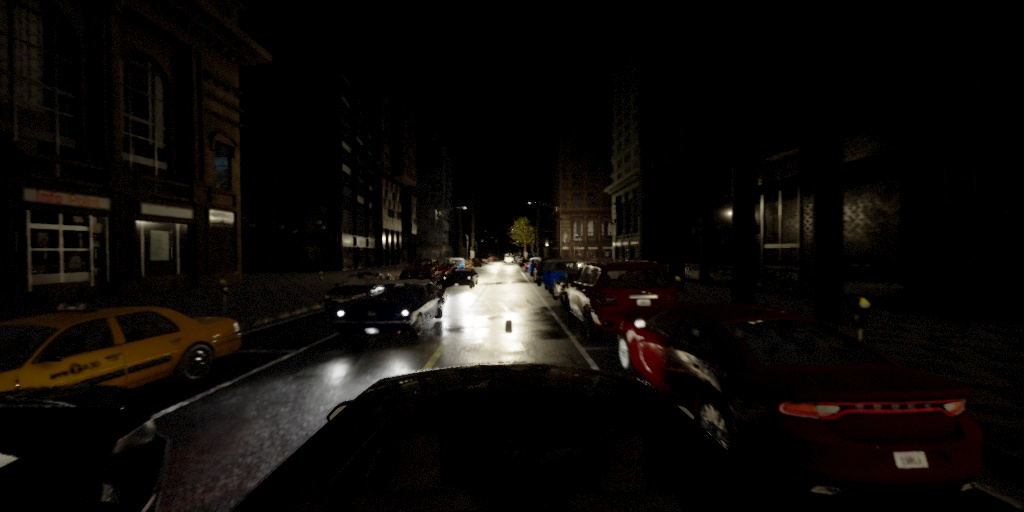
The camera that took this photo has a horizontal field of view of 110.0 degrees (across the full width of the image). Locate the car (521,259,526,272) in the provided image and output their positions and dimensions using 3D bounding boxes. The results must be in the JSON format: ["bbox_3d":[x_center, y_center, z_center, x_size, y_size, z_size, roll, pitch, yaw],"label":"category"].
[{"bbox_3d":[2.408,1.305,44.906,1.802,1.307,4.207,0,0,0],"label":"car"}]

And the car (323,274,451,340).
[{"bbox_3d":[-3.153,1.368,10.226,1.895,1.301,4.718,0,0,-1],"label":"car"}]

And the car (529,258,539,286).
[{"bbox_3d":[2.606,1.044,25.068,2.192,1.841,5.009,0,0,0],"label":"car"}]

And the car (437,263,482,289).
[{"bbox_3d":[-3.257,1.366,23.246,1.895,1.301,4.718,0,0,0],"label":"car"}]

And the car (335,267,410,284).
[{"bbox_3d":[-5.853,1.333,14.428,2.007,1.370,4.403,0,0,0],"label":"car"}]

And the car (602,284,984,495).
[{"bbox_3d":[2.760,1.276,4.718,1.888,1.381,4.507,0,0,0],"label":"car"}]

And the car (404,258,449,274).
[{"bbox_3d":[-5.938,1.096,24.200,2.192,1.841,5.009,0,0,0],"label":"car"}]

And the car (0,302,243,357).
[{"bbox_3d":[-5.766,1.308,4.486,1.751,1.417,4.829,0,0,0],"label":"car"}]

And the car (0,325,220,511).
[{"bbox_3d":[-3.051,1.272,0.191,1.837,1.490,4.892,0,0,-1],"label":"car"}]

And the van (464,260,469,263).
[{"bbox_3d":[-6.065,1.118,38.858,1.690,1.789,3.998,0,0,0],"label":"van"}]

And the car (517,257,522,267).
[{"bbox_3d":[2.272,1.280,60.514,1.948,1.339,4.313,0,0,0],"label":"car"}]

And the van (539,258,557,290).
[{"bbox_3d":[2.645,1.071,19.981,1.690,1.789,3.998,0,0,0],"label":"van"}]

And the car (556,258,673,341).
[{"bbox_3d":[2.722,1.046,9.806,2.192,1.841,5.009,0,0,0],"label":"car"}]

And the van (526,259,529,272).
[{"bbox_3d":[2.530,1.067,35.243,1.690,1.789,3.998,0,0,0],"label":"van"}]

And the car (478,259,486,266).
[{"bbox_3d":[-6.292,1.306,64.943,1.888,1.381,4.507,0,0,0],"label":"car"}]

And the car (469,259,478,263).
[{"bbox_3d":[-6.152,1.213,48.809,1.967,1.591,4.097,0,0,0],"label":"car"}]

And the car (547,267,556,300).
[{"bbox_3d":[2.683,1.312,14.894,1.802,1.307,4.207,0,0,0],"label":"car"}]

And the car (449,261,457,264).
[{"bbox_3d":[-5.980,1.325,29.086,1.888,1.381,4.507,0,0,0],"label":"car"}]

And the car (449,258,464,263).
[{"bbox_3d":[-6.022,1.219,33.972,1.967,1.591,4.097,0,0,0],"label":"car"}]
